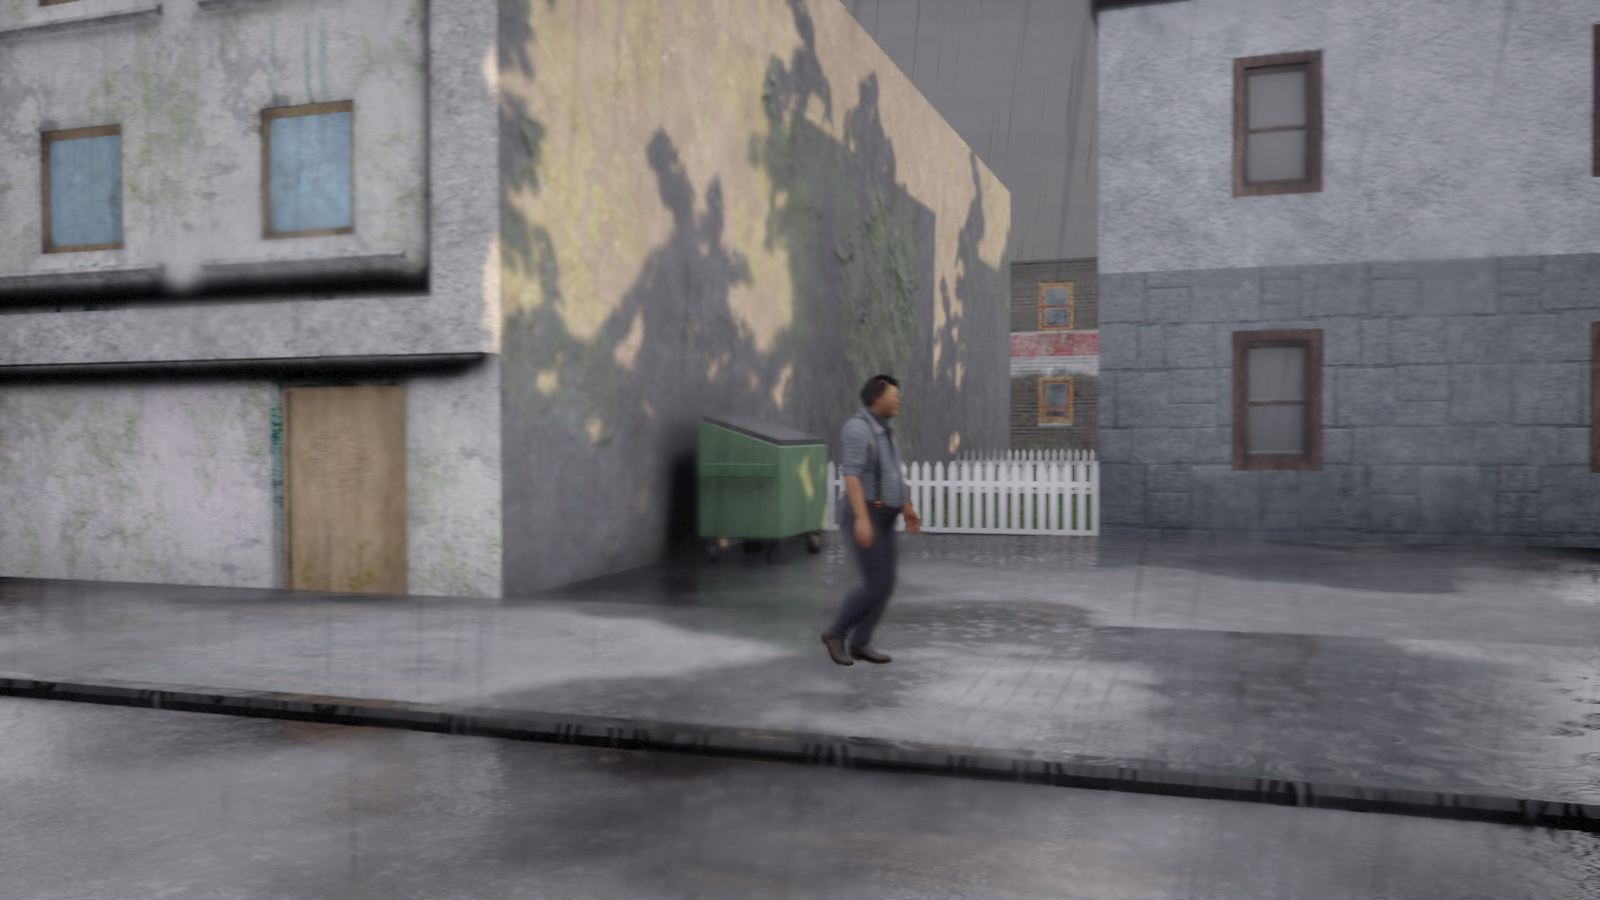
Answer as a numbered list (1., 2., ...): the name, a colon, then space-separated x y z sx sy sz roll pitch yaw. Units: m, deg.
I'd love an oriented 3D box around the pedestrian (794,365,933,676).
1. pedestrian: 0.400 0.412 7.840 0.694 1.848 0.540 1 1 28
